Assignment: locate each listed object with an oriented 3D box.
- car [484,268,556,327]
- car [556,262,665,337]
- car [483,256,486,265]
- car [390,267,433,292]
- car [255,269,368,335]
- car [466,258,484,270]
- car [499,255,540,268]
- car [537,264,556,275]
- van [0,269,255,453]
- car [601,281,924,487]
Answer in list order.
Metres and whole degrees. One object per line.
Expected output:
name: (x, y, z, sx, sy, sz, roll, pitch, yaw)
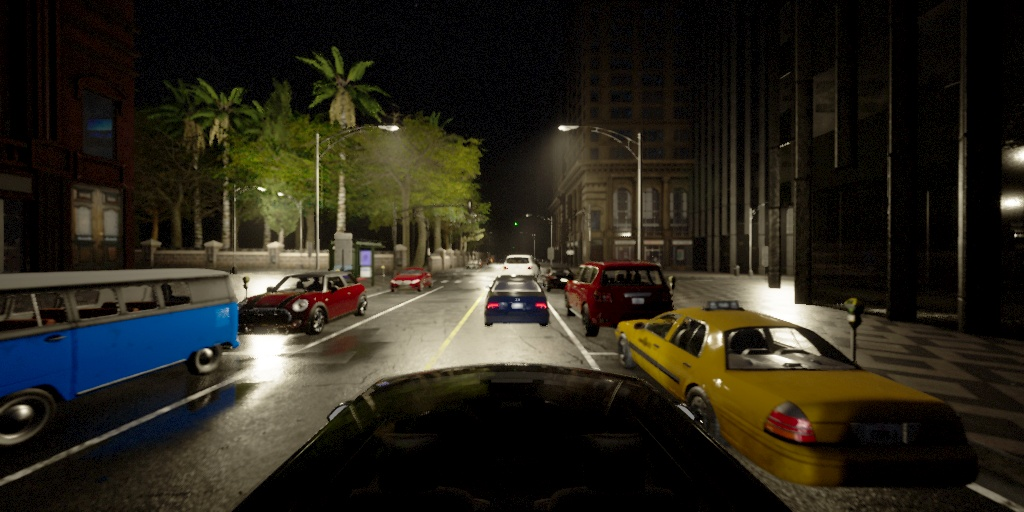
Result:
car: (0.103, 1.295, 11.512, 2.033, 1.411, 5.357, 0, 0, -1)
car: (2.761, 1.062, 10.218, 2.192, 1.841, 5.009, 0, 0, 0)
car: (-5.772, 1.152, 58.365, 1.967, 1.591, 4.097, 0, 0, 0)
car: (-5.766, 1.324, 21.085, 1.802, 1.307, 4.207, 0, 0, 0)
car: (-5.765, 1.187, 10.233, 1.967, 1.591, 4.097, 0, 0, 0)
car: (-5.771, 1.268, 52.945, 2.007, 1.370, 4.403, 0, 0, 0)
car: (0.734, 0.966, 26.444, 2.150, 2.045, 5.566, 0, 0, 8)
car: (2.759, 1.308, 21.069, 1.948, 1.339, 4.313, 0, 0, 0)
van: (-5.764, 1.090, 4.806, 1.690, 1.789, 3.998, 0, 0, 0)
car: (2.762, 1.275, 4.963, 1.751, 1.417, 4.829, 0, 0, 0)
